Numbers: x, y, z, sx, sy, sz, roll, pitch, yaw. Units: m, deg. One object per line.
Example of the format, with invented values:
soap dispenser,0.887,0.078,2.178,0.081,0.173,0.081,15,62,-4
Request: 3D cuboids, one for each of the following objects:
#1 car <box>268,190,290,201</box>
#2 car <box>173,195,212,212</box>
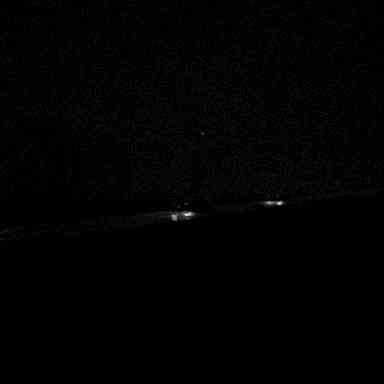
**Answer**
car,12.821,0.480,48.842,1.882,1.535,5.008,0,1,36
car,0.163,0.981,31.110,1.812,1.442,4.674,0,1,35
